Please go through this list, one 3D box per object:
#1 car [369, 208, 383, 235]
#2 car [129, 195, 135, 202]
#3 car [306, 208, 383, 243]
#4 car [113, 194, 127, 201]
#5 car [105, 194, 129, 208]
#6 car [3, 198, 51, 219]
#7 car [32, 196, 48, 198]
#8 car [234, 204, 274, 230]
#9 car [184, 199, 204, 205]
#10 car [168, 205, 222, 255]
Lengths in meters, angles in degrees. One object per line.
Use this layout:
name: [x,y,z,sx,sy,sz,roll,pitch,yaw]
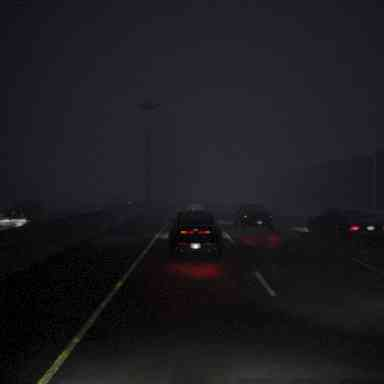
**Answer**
car: [10.622,1.538,15.799,1.895,1.301,4.718,0,0,0]
car: [-13.204,1.275,69.648,1.994,1.385,4.181,0,0,0]
car: [7.123,1.485,15.754,2.033,1.411,5.357,0,0,0]
car: [-16.747,1.225,77.295,2.033,1.411,5.357,0,0,0]
car: [-10.164,1.352,44.526,1.812,1.442,4.674,0,0,2]
car: [-14.027,1.454,28.077,1.994,1.385,4.181,0,0,0]
car: [-17.452,1.340,35.176,1.882,1.535,5.008,0,0,1]
car: [3.641,1.446,20.104,1.812,1.442,4.674,0,0,0]
car: [0.207,1.398,32.418,1.812,1.442,4.674,0,0,1]
car: [0.119,1.454,12.982,1.837,1.490,4.892,0,0,0]
